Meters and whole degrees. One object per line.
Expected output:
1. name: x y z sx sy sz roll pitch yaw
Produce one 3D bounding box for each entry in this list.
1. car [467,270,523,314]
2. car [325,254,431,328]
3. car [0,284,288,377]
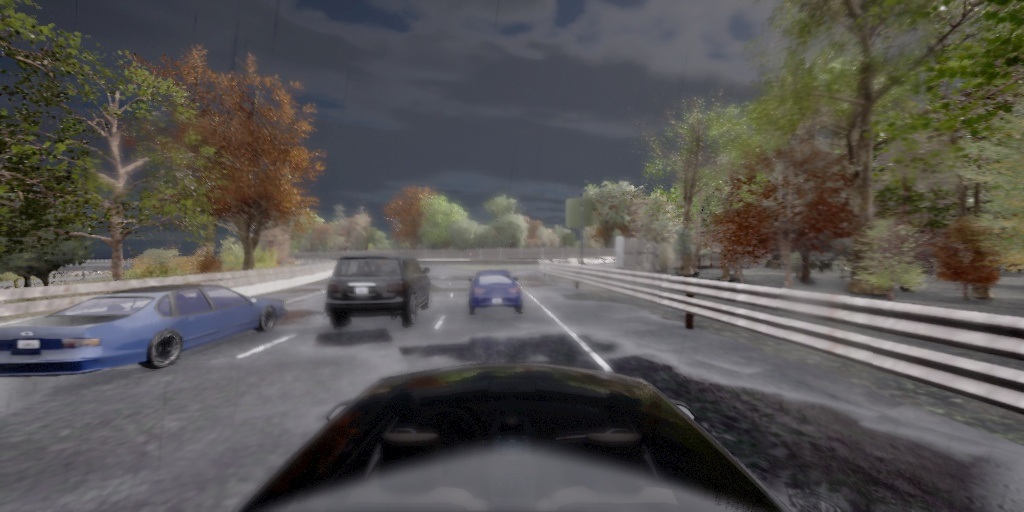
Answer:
1. car: -0.694 1.235 13.528 1.812 1.442 4.674 0 0 -6
2. car: -3.978 0.957 11.581 2.150 2.045 5.566 0 0 -6
3. car: -7.175 1.319 7.719 2.033 1.411 5.357 0 0 -3
